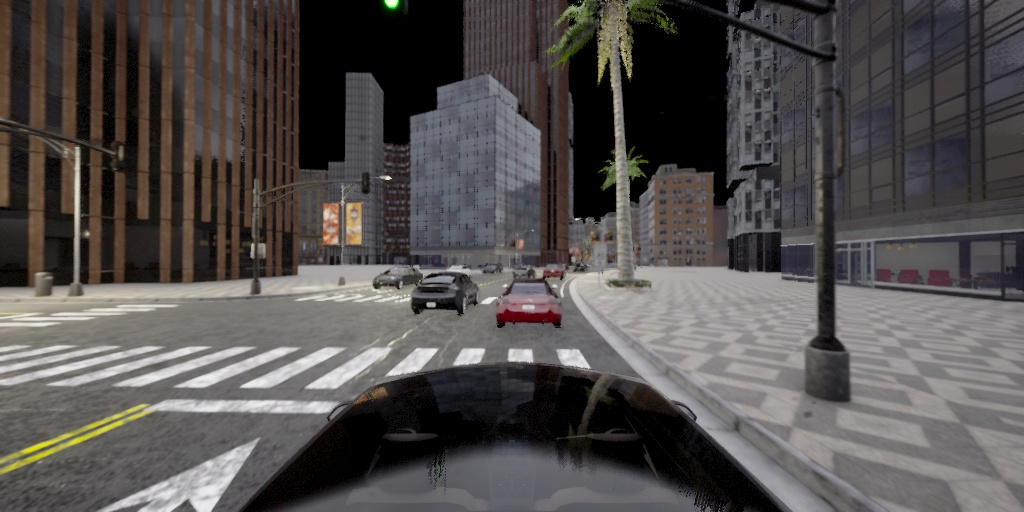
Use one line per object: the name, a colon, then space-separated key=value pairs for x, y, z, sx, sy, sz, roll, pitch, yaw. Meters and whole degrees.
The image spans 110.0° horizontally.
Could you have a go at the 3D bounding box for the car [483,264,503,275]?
car: x=-2.623 y=1.836 z=49.439 sx=1.837 sy=1.490 sz=4.892 roll=0 pitch=-1 yaw=17

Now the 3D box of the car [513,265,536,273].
car: x=1.363 y=1.699 z=38.520 sx=2.128 sy=1.511 sz=4.902 roll=0 pitch=-1 yaw=13

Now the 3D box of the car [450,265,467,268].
car: x=-5.707 y=1.699 z=37.604 sx=1.812 sy=1.442 sz=4.674 roll=0 pitch=-1 yaw=13

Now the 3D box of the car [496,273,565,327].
car: x=0.603 y=1.437 z=12.091 sx=1.994 sy=1.385 sz=4.181 roll=0 pitch=-1 yaw=4

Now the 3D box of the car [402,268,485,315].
car: x=-2.495 y=1.397 z=14.322 sx=1.837 sy=1.490 sz=4.892 roll=0 pitch=-1 yaw=4

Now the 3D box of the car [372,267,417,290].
car: x=-7.985 y=1.519 z=25.370 sx=1.837 sy=1.490 sz=4.892 roll=0 pitch=-1 yaw=10

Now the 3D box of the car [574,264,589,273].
car: x=11.859 y=2.037 z=60.961 sx=1.837 sy=1.490 sz=4.892 roll=0 pitch=0 yaw=23

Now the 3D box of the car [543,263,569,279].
car: x=4.558 y=1.562 z=37.884 sx=2.097 sy=1.767 sz=4.553 roll=0 pitch=-1 yaw=13
